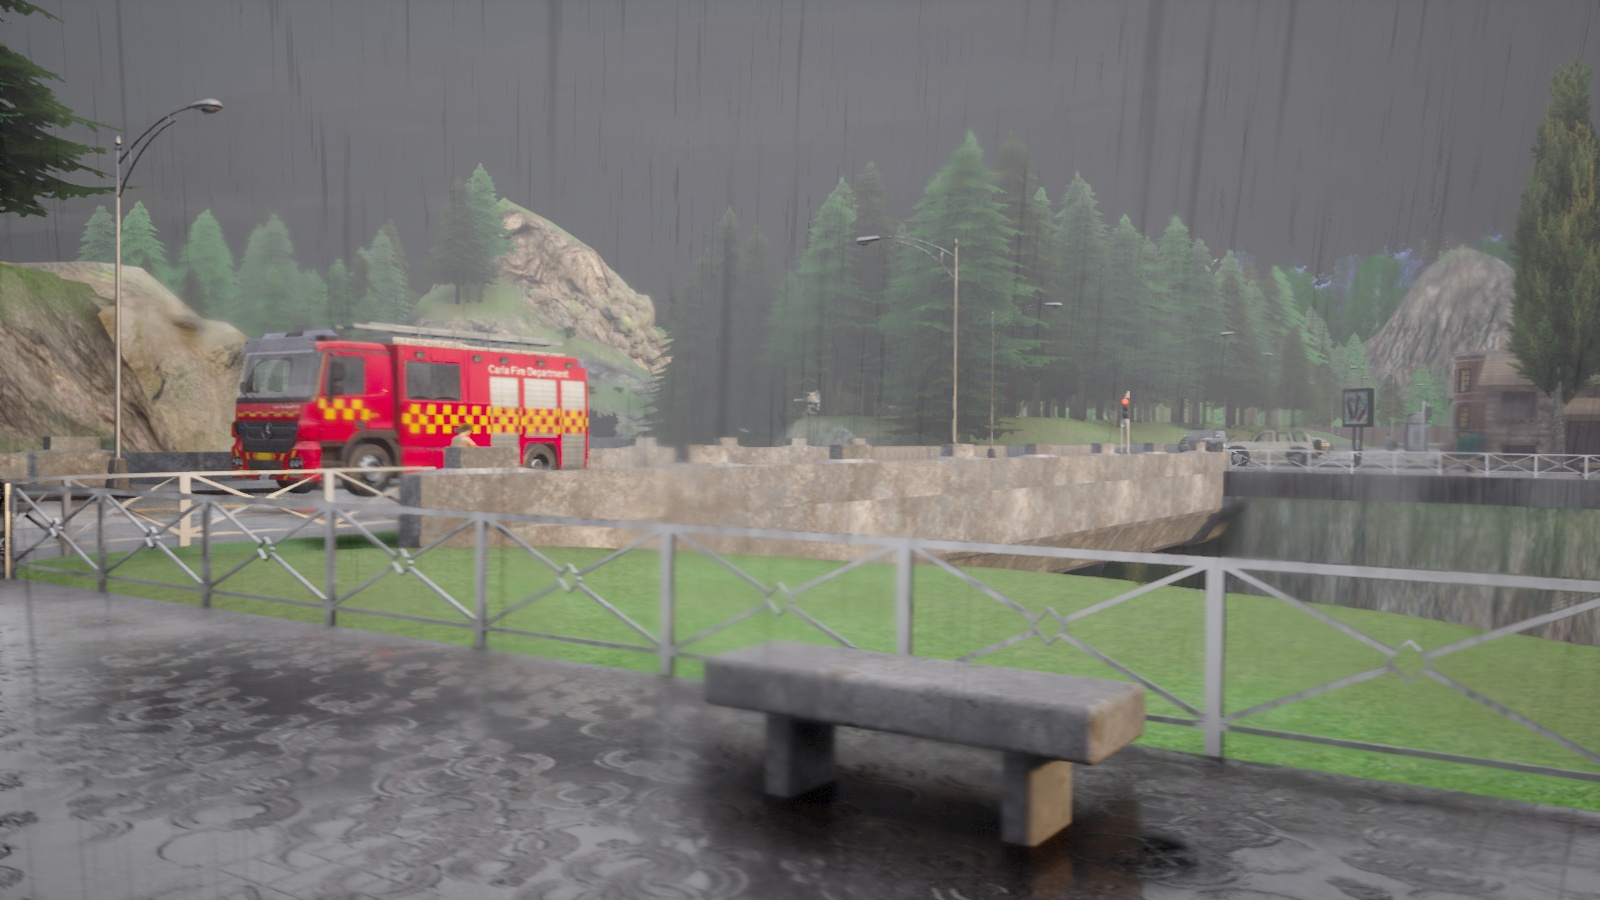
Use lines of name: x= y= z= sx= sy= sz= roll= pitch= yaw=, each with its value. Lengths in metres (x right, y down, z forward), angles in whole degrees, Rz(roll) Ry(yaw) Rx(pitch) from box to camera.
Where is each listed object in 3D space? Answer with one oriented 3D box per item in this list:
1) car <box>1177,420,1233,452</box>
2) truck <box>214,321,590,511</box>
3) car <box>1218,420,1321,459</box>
car: x=27.111 y=-0.941 z=83.969 sx=2.150 sy=2.045 sz=5.566 roll=0 pitch=1 yaw=33
truck: x=-8.992 y=-0.756 z=29.639 sx=2.891 sy=3.827 sz=8.468 roll=0 pitch=1 yaw=34
car: x=23.289 y=-0.515 z=62.305 sx=4.605 sy=1.855 sz=1.932 roll=0 pitch=0 yaw=26
